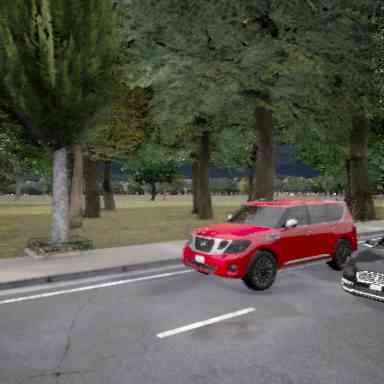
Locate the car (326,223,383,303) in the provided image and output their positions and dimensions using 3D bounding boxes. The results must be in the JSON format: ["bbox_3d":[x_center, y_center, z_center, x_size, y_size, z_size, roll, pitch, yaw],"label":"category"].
[{"bbox_3d":[5.326,1.510,7.445,4.892,1.490,1.837,1,0,-35],"label":"car"}]

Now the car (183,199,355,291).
[{"bbox_3d":[2.440,1.226,9.387,5.566,2.045,2.150,0,0,-35],"label":"car"}]
